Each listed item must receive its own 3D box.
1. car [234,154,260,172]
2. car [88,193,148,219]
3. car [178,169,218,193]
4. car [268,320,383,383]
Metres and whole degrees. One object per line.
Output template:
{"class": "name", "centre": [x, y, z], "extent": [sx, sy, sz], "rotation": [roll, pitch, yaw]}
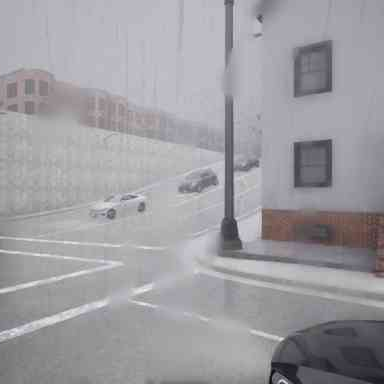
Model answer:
{"class": "car", "centre": [6.234, -3.502, 39.354], "extent": [2.097, 1.767, 4.553], "rotation": [0, 14, 35]}
{"class": "car", "centre": [-5.071, 0.864, 23.311], "extent": [1.812, 1.442, 4.674], "rotation": [0, 7, 35]}
{"class": "car", "centre": [0.553, -1.125, 31.338], "extent": [2.097, 1.767, 4.553], "rotation": [0, 13, 34]}
{"class": "car", "centre": [2.773, 1.526, 1.993], "extent": [4.674, 1.442, 1.812], "rotation": [0, 0, 36]}
